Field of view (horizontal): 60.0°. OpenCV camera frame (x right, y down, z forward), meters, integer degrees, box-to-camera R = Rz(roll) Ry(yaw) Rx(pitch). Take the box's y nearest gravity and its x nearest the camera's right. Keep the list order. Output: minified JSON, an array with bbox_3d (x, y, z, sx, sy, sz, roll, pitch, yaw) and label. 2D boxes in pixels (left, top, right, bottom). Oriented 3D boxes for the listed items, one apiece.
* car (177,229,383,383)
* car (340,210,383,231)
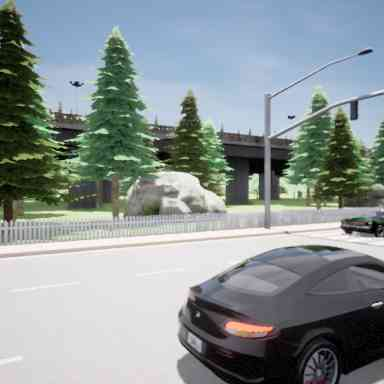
[{"bbox_3d":[2.043,1.528,4.889,4.674,1.442,1.812,0,0,-29],"label":"car"},{"bbox_3d":[10.060,1.611,17.658,4.718,1.301,1.895,0,0,-30],"label":"car"}]
